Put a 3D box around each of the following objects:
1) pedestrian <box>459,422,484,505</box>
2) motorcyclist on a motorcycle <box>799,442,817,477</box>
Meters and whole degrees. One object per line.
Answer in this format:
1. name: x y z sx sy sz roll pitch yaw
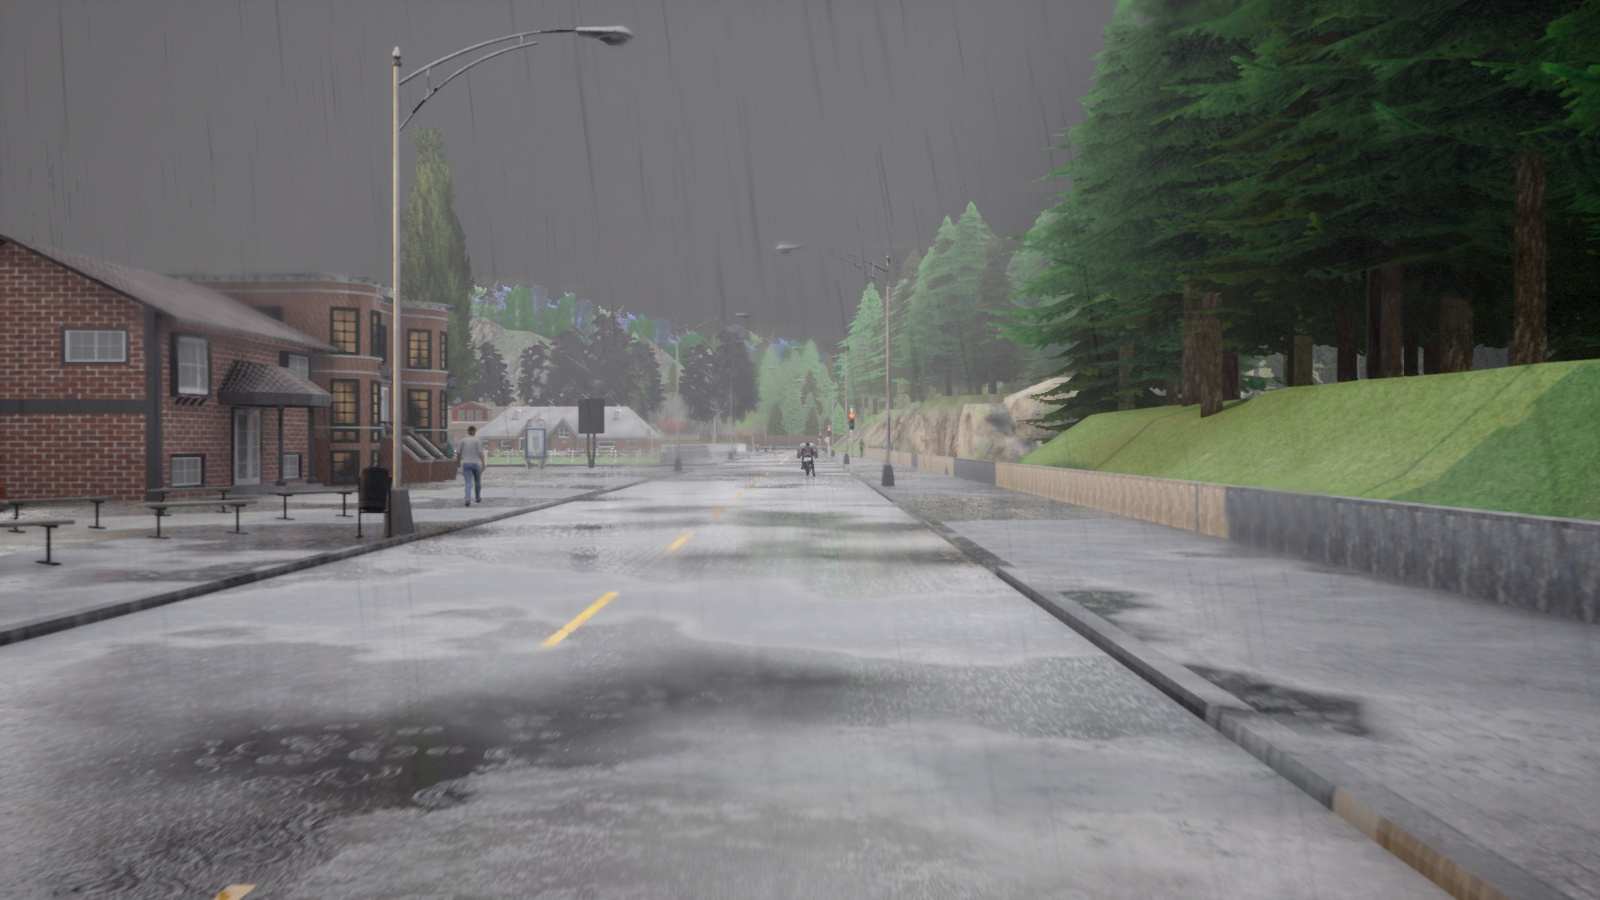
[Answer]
1. pedestrian: -7.292 0.293 27.865 0.354 1.836 0.706 0 0 1
2. motorcyclist on a motorcycle: 0.339 0.414 55.850 0.797 1.523 2.044 0 0 0
